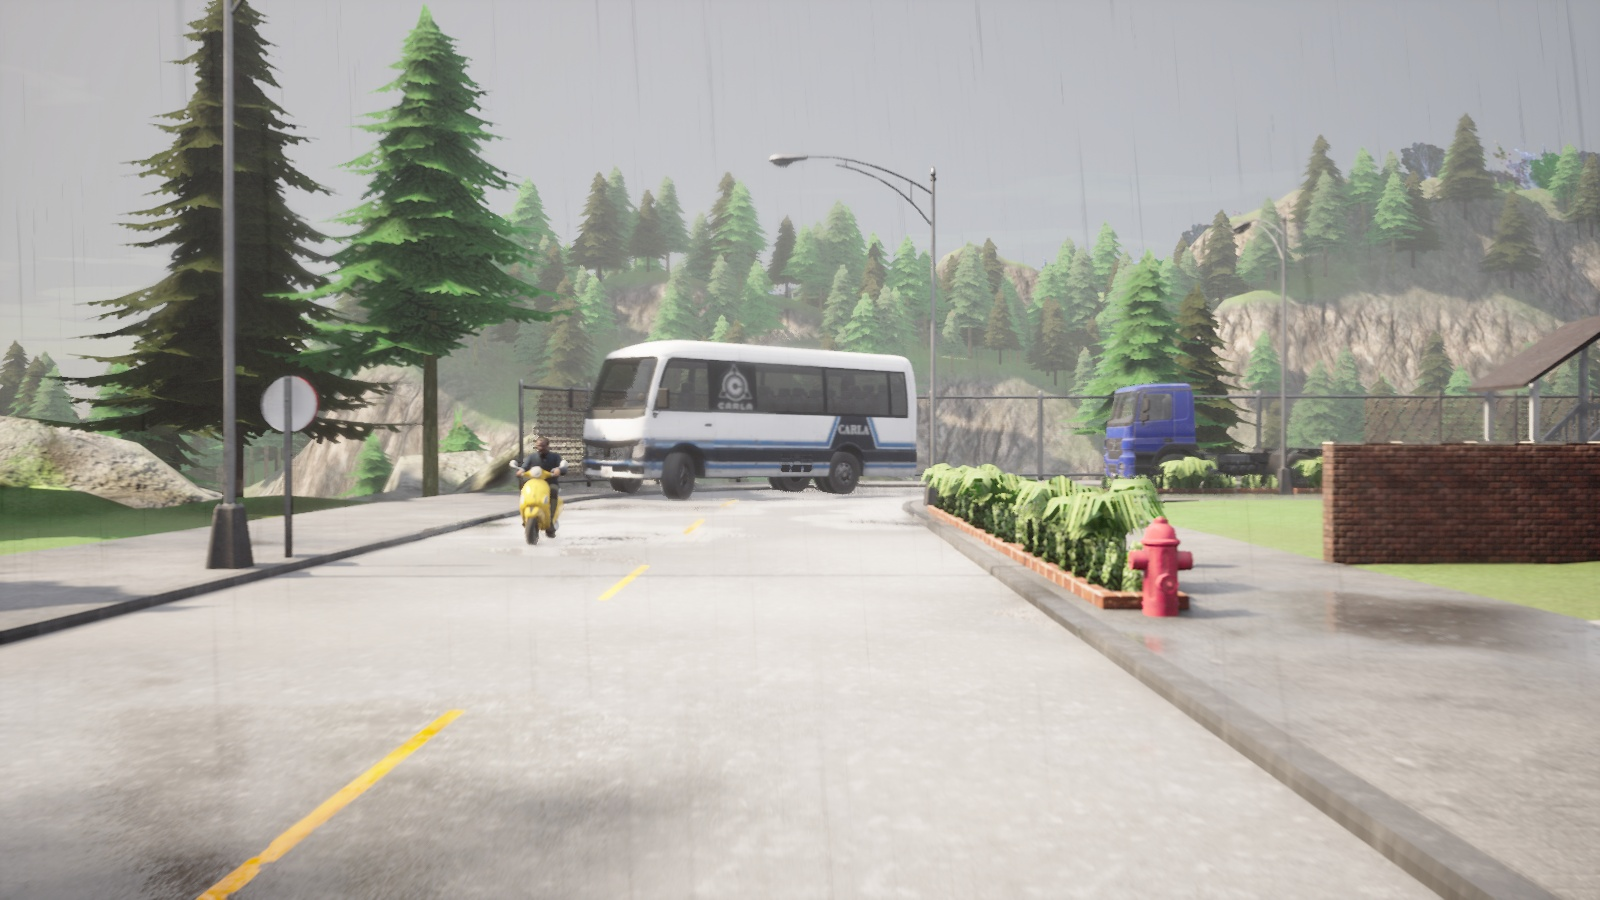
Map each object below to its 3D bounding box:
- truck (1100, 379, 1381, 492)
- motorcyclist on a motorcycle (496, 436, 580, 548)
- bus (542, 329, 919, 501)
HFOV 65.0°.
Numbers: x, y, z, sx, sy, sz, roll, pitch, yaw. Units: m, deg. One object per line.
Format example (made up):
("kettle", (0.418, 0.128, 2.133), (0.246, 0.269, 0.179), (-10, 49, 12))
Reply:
("truck", (13.922, -0.450, 40.151), (7.936, 3.462, 2.891), (0, 0, 0))
("motorcyclist on a motorcycle", (-3.874, 0.591, 18.720), (0.866, 1.590, 1.817), (0, 0, 0))
("bus", (-1.723, -0.863, 35.754), (10.273, 4.253, 3.944), (1, 1, -39))
